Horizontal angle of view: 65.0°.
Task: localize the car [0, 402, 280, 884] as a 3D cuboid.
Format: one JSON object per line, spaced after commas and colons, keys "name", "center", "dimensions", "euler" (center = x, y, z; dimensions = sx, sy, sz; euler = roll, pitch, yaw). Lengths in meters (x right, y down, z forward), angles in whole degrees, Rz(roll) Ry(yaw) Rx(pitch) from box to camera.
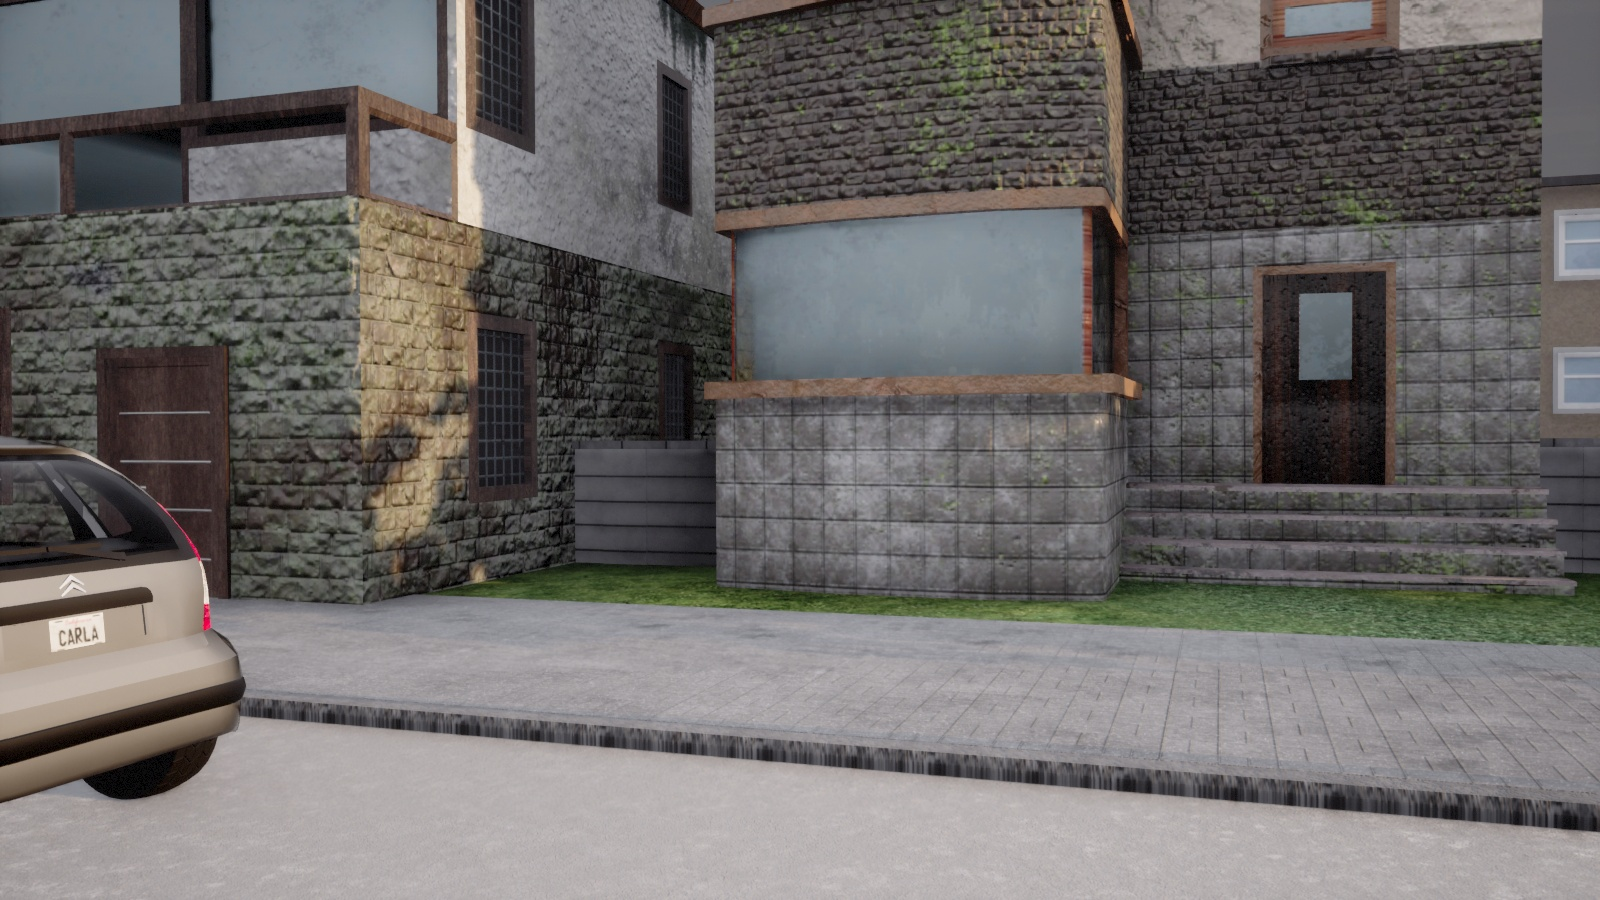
{"name": "car", "center": [-4.446, 0.625, 5.213], "dimensions": [3.988, 1.617, 1.851], "euler": [1, 1, 19]}
